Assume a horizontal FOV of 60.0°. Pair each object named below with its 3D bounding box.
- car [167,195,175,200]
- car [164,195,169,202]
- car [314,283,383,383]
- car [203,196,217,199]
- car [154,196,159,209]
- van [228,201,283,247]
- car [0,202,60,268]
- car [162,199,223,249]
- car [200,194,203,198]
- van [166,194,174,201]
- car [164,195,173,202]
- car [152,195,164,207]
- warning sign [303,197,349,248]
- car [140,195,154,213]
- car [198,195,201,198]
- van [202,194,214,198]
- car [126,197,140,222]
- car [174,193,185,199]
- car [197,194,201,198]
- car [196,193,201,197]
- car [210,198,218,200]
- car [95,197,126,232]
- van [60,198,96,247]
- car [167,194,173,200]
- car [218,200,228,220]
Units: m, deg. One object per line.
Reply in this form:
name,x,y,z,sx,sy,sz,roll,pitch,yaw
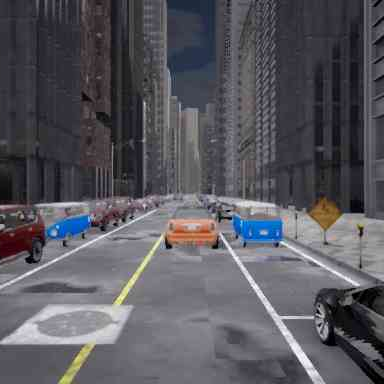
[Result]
car,-5.762,1.515,93.176,1.967,1.590,4.097,0,0,0
car,-5.761,1.597,59.519,1.947,1.339,4.313,0,0,0
car,2.764,1.566,3.442,1.947,1.339,4.313,0,0,0
car,2.764,1.562,42.706,1.887,1.381,4.507,0,0,0
car,-5.761,1.568,42.691,2.008,1.369,4.403,0,0,0
van,2.764,1.343,14.660,1.690,1.788,3.998,0,0,0
car,-5.760,1.316,9.034,2.192,1.841,5.009,0,0,0
car,0.000,1.369,14.620,2.097,1.767,4.553,0,0,0
car,2.764,1.466,53.924,1.967,1.590,4.097,0,0,0
van,-5.762,1.408,87.566,1.690,1.788,3.998,0,0,0
car,-5.762,1.584,81.787,1.752,1.417,4.829,0,0,0
car,-5.761,1.337,48.300,2.192,1.841,5.009,0,0,0
warning sign,5.066,1.117,12.650,1.300,1.860,1.060,0,0,0
car,-5.761,1.454,37.081,1.967,1.590,4.097,0,0,0
car,2.764,1.603,65.142,1.947,1.339,4.313,0,0,0
van,2.764,1.362,48.315,1.690,1.788,3.998,0,0,0
car,-5.761,1.322,25.861,2.192,1.841,5.009,0,0,0
car,-3.000,1.362,76.760,2.097,1.767,4.553,0,0,0
car,2.763,1.633,76.360,1.802,1.307,4.206,0,0,0
car,2.764,1.373,81.969,2.192,1.841,5.009,0,0,0
car,2.764,1.576,31.487,1.947,1.339,4.313,0,0,0
car,-5.761,1.319,20.253,2.192,1.841,5.009,0,0,0
van,-5.761,1.343,14.642,1.690,1.788,3.998,0,0,0
car,-5.761,1.594,70.738,2.008,1.369,4.403,0,0,0
car,2.764,1.573,25.878,1.947,1.339,4.313,0,0,0
